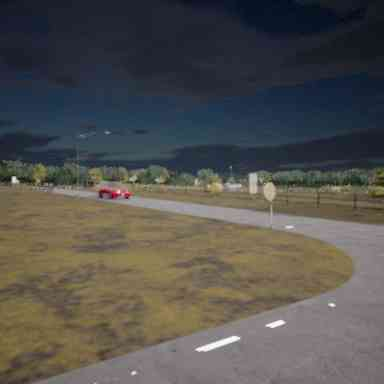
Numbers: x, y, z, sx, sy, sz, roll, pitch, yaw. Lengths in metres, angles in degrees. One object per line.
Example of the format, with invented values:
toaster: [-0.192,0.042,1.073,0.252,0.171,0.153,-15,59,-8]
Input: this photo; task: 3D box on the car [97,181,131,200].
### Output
car: [-9.040,-0.194,38.097,2.150,2.045,5.566,-1,3,-36]
